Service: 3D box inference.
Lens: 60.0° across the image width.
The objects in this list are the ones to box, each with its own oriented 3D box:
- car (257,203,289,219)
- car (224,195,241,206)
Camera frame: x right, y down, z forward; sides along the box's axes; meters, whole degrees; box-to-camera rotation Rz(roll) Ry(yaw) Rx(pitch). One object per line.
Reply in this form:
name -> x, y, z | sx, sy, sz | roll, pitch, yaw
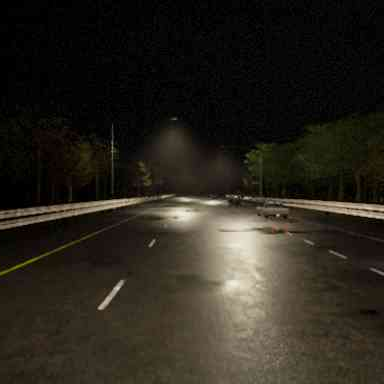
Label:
car -> 7.017, 1.620, 29.341 | 1.895, 1.301, 4.718 | 0, 0, 0
car -> 7.107, 1.548, 56.489 | 2.128, 1.511, 4.902 | 0, 0, 0
